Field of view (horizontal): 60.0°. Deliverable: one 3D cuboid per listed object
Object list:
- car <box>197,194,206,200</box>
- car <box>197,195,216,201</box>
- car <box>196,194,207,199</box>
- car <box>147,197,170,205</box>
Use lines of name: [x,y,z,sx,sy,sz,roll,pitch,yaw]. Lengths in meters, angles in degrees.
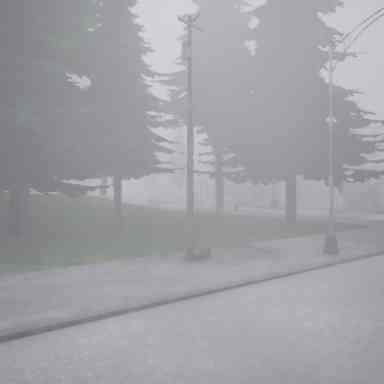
car: [3.916,1.335,89.668,4.536,1.218,1.853,0,0,-6]
car: [3.968,1.493,89.673,4.974,1.542,2.038,0,0,-6]
car: [2.624,1.248,92.150,1.845,1.501,3.633,0,0,-24]
car: [-5.600,1.511,55.558,1.895,1.301,4.718,0,0,-35]
